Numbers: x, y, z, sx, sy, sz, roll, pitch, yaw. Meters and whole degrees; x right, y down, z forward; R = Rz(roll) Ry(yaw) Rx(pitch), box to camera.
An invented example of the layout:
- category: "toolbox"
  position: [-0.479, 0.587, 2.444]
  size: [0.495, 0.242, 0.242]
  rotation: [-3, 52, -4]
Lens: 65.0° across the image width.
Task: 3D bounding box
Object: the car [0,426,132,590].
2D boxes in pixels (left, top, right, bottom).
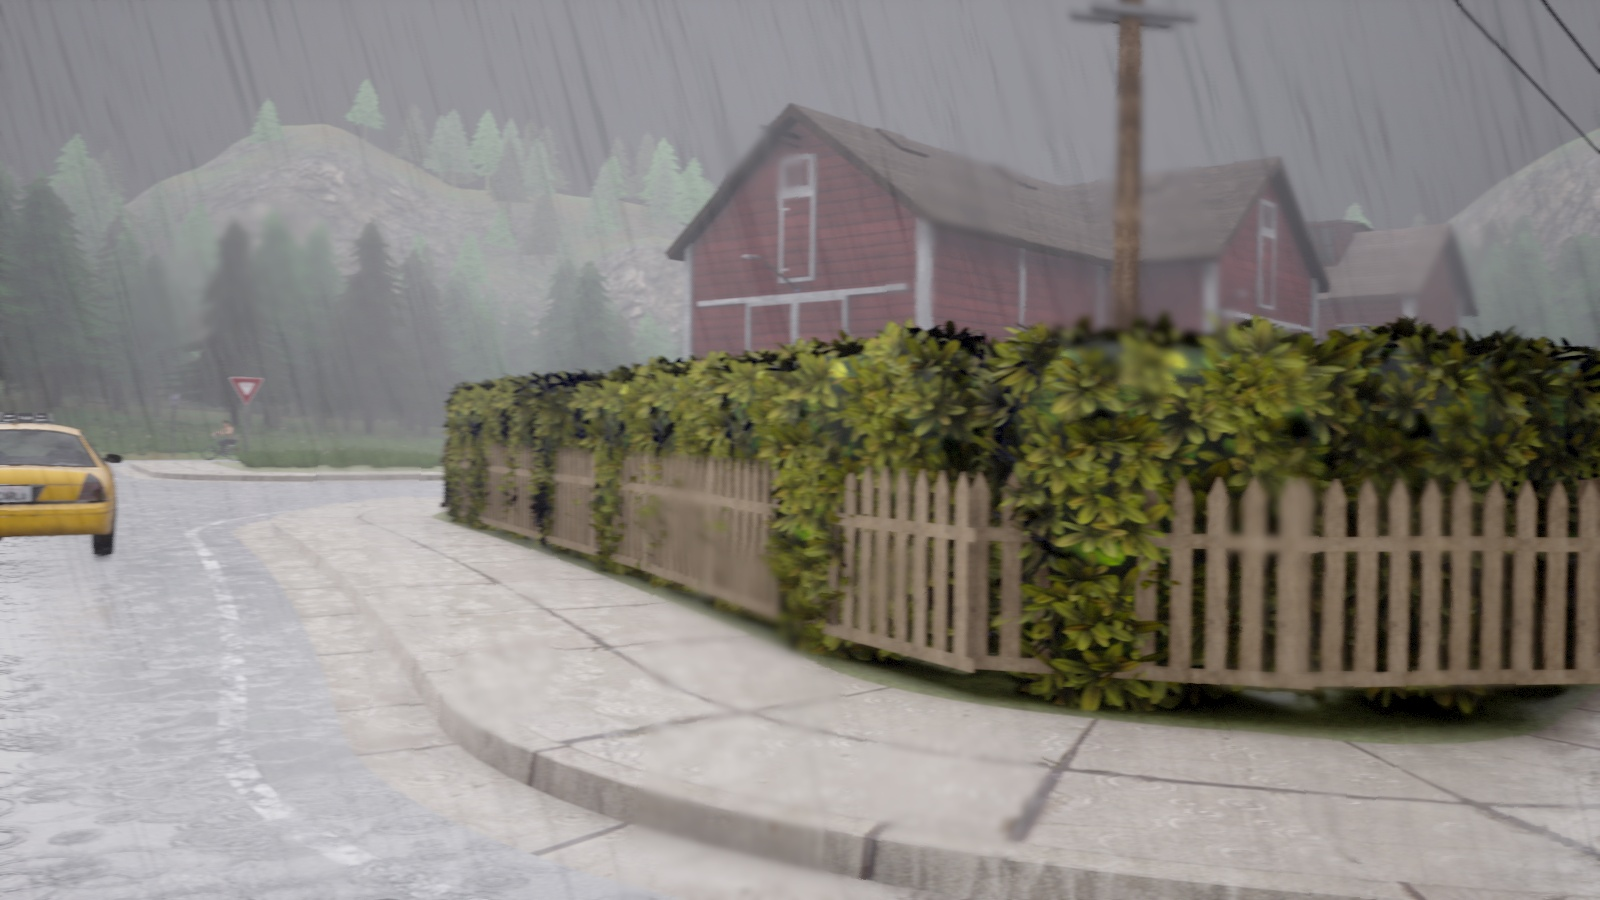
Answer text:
- category: "car"
  position: [-8.812, 0.528, 14.591]
  size: [1.801, 1.575, 5.366]
  rotation: [-1, 1, -28]

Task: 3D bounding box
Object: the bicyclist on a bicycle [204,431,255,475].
- category: "bicyclist on a bicycle"
  position: [-22.241, 0.115, 48.949]
  size: [0.866, 1.612, 1.509]
  rotation: [0, -3, 42]
